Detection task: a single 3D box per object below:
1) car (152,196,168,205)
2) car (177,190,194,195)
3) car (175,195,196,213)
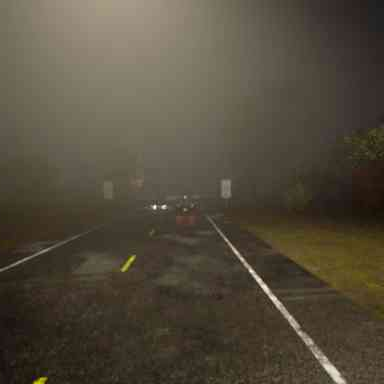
[{"bbox_3d":[-4.475,1.199,47.026,1.994,1.385,4.181,-1,0,-1],"label":"car"},{"bbox_3d":[-0.913,0.770,46.169,2.150,2.045,5.566,-1,1,-1],"label":"car"},{"bbox_3d":[-0.639,1.274,31.778,1.895,1.301,4.718,-1,1,-1],"label":"car"}]
